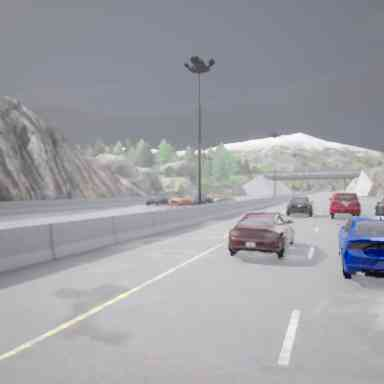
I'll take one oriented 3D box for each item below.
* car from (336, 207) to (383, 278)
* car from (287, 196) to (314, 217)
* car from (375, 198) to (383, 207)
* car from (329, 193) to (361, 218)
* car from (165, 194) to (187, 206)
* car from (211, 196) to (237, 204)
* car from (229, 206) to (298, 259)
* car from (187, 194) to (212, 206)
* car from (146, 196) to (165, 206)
[{"bbox_3d":[5.304,1.421,9.569,1.882,1.535,5.008,0,0,22],"label":"car"},{"bbox_3d":[9.846,1.182,29.984,2.097,1.767,4.553,0,0,22],"label":"car"},{"bbox_3d":[15.936,1.195,26.377,2.097,1.767,4.553,0,0,22],"label":"car"},{"bbox_3d":[12.656,1.061,27.603,2.150,2.045,5.566,0,0,22],"label":"car"},{"bbox_3d":[-1.649,1.100,48.447,2.097,1.767,4.553,0,0,22],"label":"car"},{"bbox_3d":[4.815,1.299,45.760,2.033,1.411,5.357,0,0,22],"label":"car"},{"bbox_3d":[2.699,1.456,12.441,1.812,1.442,4.674,0,0,22],"label":"car"},{"bbox_3d":[1.543,1.099,47.008,2.097,1.767,4.553,0,0,22],"label":"car"},{"bbox_3d":[-4.904,1.290,49.734,2.033,1.411,5.357,0,0,22],"label":"car"}]
